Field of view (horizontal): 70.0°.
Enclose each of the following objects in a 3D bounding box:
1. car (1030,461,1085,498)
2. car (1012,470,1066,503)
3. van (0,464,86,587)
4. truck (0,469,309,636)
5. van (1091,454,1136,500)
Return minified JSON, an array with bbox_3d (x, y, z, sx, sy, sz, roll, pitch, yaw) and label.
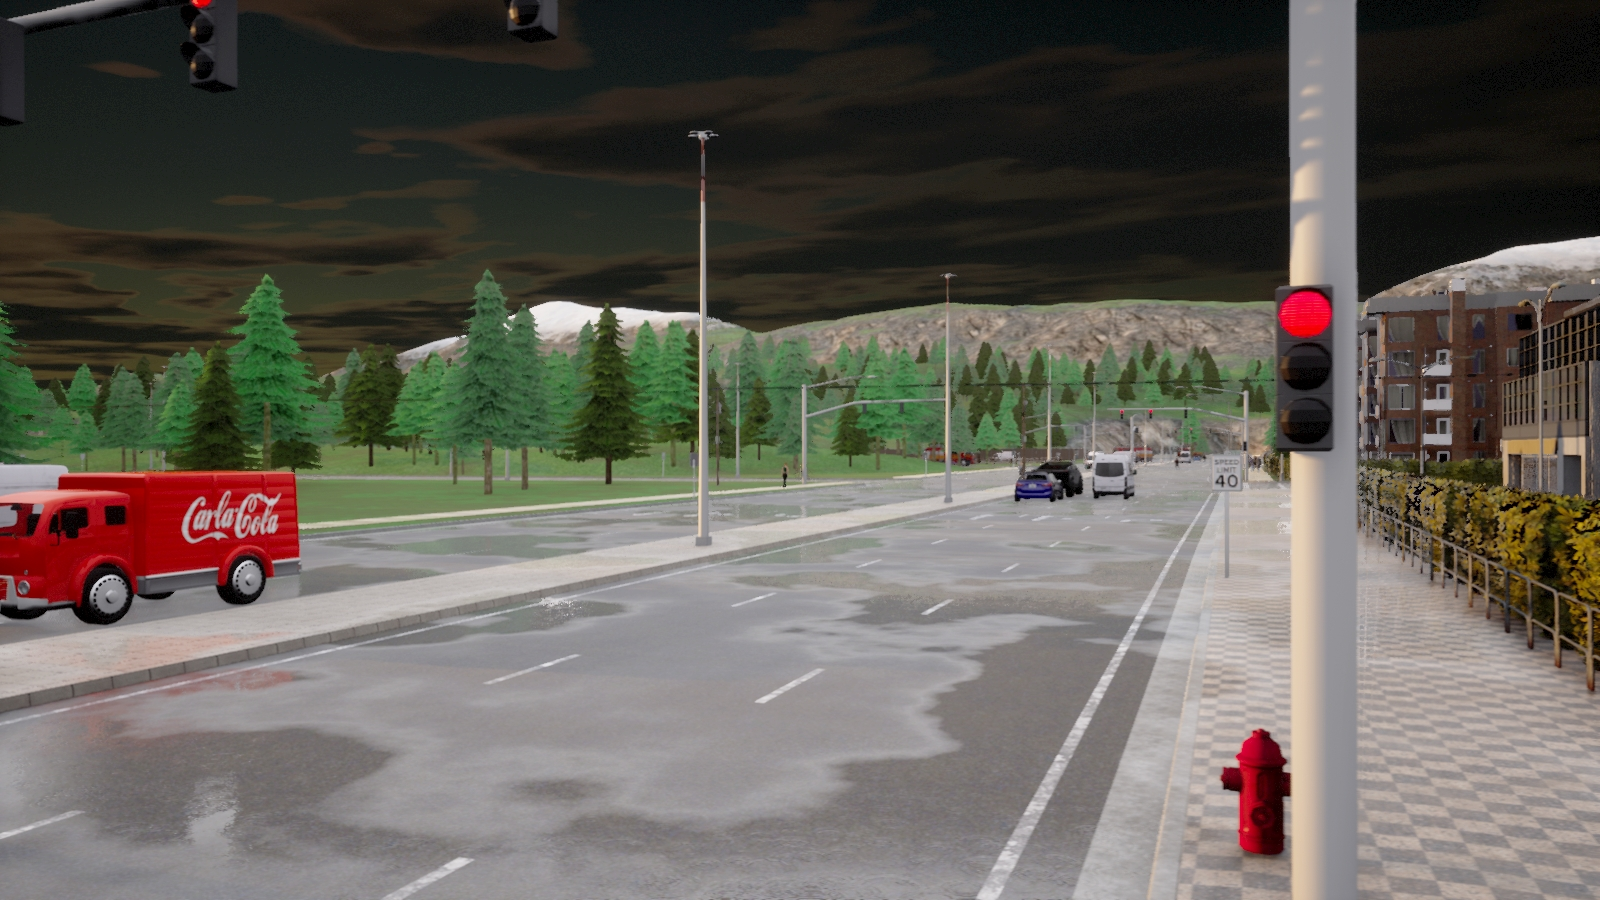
[{"bbox_3d":[15.850,1.782,70.102,2.390,2.098,6.274,0,0,21],"label":"car"},{"bbox_3d":[13.317,1.996,63.517,2.242,1.667,4.611,0,0,21],"label":"car"},{"bbox_3d":[-18.105,1.609,23.378,1.988,2.561,5.915,0,0,21],"label":"van"},{"bbox_3d":[-11.752,1.622,20.383,2.627,2.467,5.204,0,0,20],"label":"truck"},{"bbox_3d":[18.529,1.553,67.341,1.988,2.561,5.915,0,0,21],"label":"van"}]
